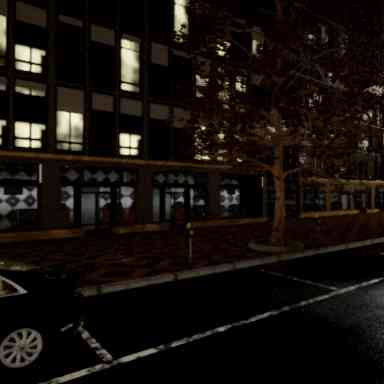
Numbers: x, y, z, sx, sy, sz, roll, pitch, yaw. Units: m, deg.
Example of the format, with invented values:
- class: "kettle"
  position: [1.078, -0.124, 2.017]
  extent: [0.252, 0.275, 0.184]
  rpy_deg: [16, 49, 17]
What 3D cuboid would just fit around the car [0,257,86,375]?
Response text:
- class: "car"
  position: [-3.570, 1.551, 4.010]
  extent: [4.403, 1.369, 2.008]
  rpy_deg: [0, 0, -36]
